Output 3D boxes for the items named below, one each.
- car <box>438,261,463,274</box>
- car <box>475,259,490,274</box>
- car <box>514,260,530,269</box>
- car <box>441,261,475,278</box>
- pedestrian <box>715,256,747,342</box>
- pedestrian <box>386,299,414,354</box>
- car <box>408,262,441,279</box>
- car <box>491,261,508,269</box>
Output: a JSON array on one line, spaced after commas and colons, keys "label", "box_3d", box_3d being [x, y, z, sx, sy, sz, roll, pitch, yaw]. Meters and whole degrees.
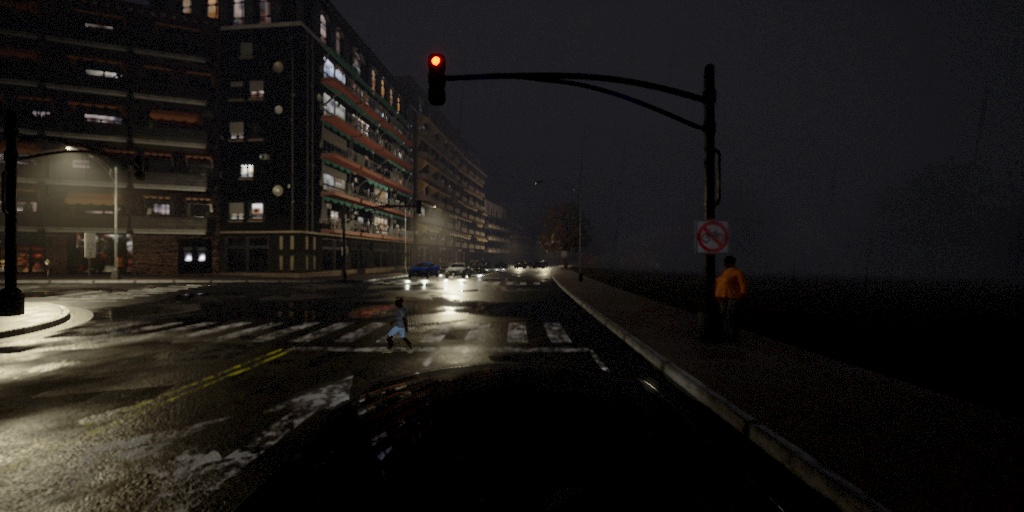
[{"label": "car", "box_3d": [-7.615, 1.404, 44.831, 1.882, 1.535, 5.008, 0, 0, 6]}, {"label": "car", "box_3d": [-4.403, 1.428, 44.274, 1.837, 1.490, 4.892, 0, 0, 6]}, {"label": "car", "box_3d": [1.552, 1.605, 65.092, 2.033, 1.411, 5.357, 0, 0, 9]}, {"label": "car", "box_3d": [-5.217, 1.398, 35.250, 1.812, 1.442, 4.674, 0, 0, 5]}, {"label": "pedestrian", "box_3d": [4.762, 0.905, 7.816, 0.375, 1.860, 0.375, 0, 0, 1]}, {"label": "pedestrian", "box_3d": [-2.257, 1.056, 7.312, 0.375, 1.860, 0.375, 0, 0, 1]}, {"label": "car", "box_3d": [-8.503, 1.348, 34.927, 1.882, 1.535, 5.008, 0, 0, 4]}, {"label": "car", "box_3d": [-1.954, 1.611, 63.829, 1.994, 1.385, 4.181, 0, -1, 9]}]
